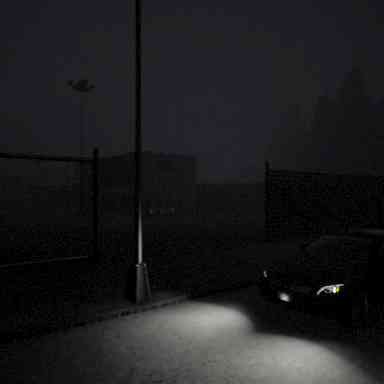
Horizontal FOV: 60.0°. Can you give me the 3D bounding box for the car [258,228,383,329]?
[{"bbox_3d":[3.479,1.537,7.087,4.674,1.442,1.812,0,0,-36],"label":"car"}]
